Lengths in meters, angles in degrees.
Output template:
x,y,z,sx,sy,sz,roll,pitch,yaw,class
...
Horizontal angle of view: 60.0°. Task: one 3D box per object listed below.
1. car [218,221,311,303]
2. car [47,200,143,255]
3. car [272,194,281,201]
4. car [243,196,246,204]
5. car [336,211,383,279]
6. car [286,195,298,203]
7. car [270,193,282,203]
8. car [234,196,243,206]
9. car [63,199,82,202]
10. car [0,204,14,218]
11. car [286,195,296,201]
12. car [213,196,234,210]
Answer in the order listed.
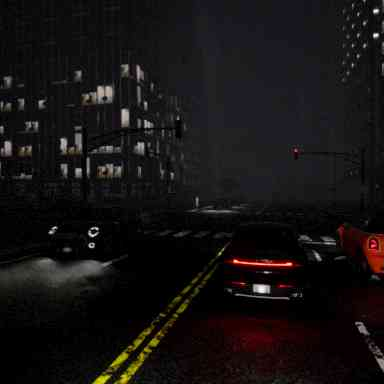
x,y,z,sx,sy,sz,roll,pitch,yaw,class
1.862,1.501,8.362,1.837,1.490,4.892,0,0,14,car
-3.673,1.347,13.334,2.097,1.767,4.553,0,0,14,car
20.398,1.235,80.329,1.882,1.535,5.008,0,0,14,car
9.099,1.479,62.747,1.812,1.442,4.674,0,0,15,car
5.734,1.347,9.962,2.097,1.767,4.553,0,0,15,car
20.976,1.463,69.517,2.128,1.511,4.902,0,0,14,car
17.808,1.157,70.269,2.150,2.045,5.566,0,0,14,car
6.488,1.470,52.765,1.837,1.490,4.892,0,0,14,car
-9.402,1.363,28.002,5.008,1.535,1.882,1,1,16,car
-16.744,1.434,27.237,4.313,1.339,1.947,1,1,16,car
23.546,1.465,79.517,2.033,1.411,5.357,0,0,14,car
3.943,1.501,42.880,1.812,1.442,4.674,0,0,14,car
